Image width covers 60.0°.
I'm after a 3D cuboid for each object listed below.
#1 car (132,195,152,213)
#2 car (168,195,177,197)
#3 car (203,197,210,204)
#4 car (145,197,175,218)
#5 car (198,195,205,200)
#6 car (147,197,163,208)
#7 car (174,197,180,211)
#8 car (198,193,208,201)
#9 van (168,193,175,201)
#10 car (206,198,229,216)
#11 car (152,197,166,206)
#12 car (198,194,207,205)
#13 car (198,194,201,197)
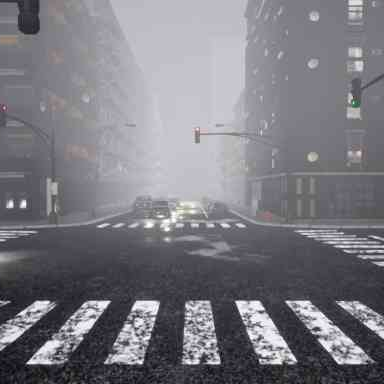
[{"bbox_3d":[-5.318,1.302,37.088,2.192,1.841,5.009,-1,0,0],"label":"car"},{"bbox_3d":[-2.759,1.529,50.971,2.033,1.411,5.357,0,0,1],"label":"car"},{"bbox_3d":[2.566,1.538,37.026,2.008,1.369,4.403,-1,0,0],"label":"car"},{"bbox_3d":[-2.833,1.495,30.220,1.837,1.490,4.892,0,0,0],"label":"car"},{"bbox_3d":[2.583,1.538,92.418,1.802,1.307,4.206,-1,0,0],"label":"car"},{"bbox_3d":[-5.312,1.508,47.992,1.752,1.417,4.829,-1,0,0],"label":"car"},{"bbox_3d":[-2.826,1.587,40.321,1.895,1.301,4.718,0,0,0],"label":"car"},{"bbox_3d":[2.576,1.280,81.340,2.192,1.841,5.009,-1,0,0],"label":"car"},{"bbox_3d":[-5.302,1.302,86.922,1.690,1.788,3.998,-1,0,0],"label":"van"},{"bbox_3d":[2.564,1.572,31.487,1.802,1.307,4.206,-1,0,0],"label":"car"},{"bbox_3d":[-5.309,1.562,53.700,1.802,1.307,4.206,-1,0,0],"label":"car"},{"bbox_3d":[2.572,1.522,59.183,1.887,1.381,4.507,-1,0,0],"label":"car"},{"bbox_3d":[2.578,1.550,75.800,1.802,1.307,4.206,-1,0,0],"label":"car"}]
